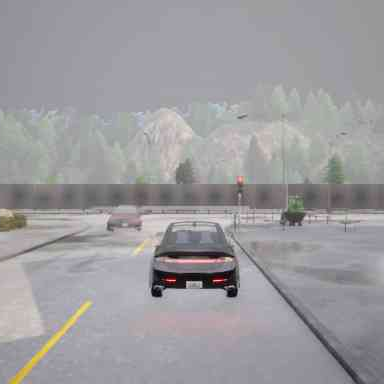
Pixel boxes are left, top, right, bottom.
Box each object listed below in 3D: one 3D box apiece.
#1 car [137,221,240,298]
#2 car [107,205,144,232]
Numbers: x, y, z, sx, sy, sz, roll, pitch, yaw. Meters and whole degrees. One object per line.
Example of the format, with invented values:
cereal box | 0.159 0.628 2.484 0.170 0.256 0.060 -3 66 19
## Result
car | 0.064 1.491 8.533 2.128 1.511 4.902 0 0 1
car | -3.986 1.526 20.404 1.812 1.442 4.674 1 0 -9
